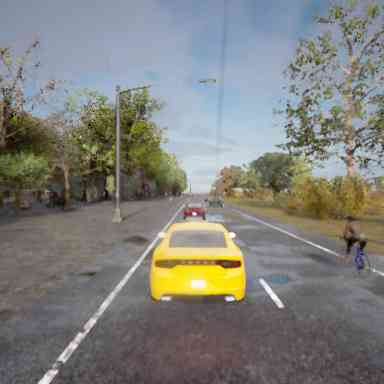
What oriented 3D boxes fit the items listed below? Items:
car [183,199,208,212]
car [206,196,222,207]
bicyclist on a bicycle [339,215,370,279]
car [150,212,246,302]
[{"bbox_3d":[0.215,1.573,28.888,1.812,1.442,4.674,0,0,0],"label":"car"},{"bbox_3d":[3.827,1.452,54.996,2.097,1.767,4.553,0,0,0],"label":"car"},{"bbox_3d":[4.498,1.480,9.230,0.582,1.620,1.656,0,0,0],"label":"bicyclist on a bicycle"},{"bbox_3d":[0.126,1.492,8.387,1.882,1.535,5.008,0,0,0],"label":"car"}]
